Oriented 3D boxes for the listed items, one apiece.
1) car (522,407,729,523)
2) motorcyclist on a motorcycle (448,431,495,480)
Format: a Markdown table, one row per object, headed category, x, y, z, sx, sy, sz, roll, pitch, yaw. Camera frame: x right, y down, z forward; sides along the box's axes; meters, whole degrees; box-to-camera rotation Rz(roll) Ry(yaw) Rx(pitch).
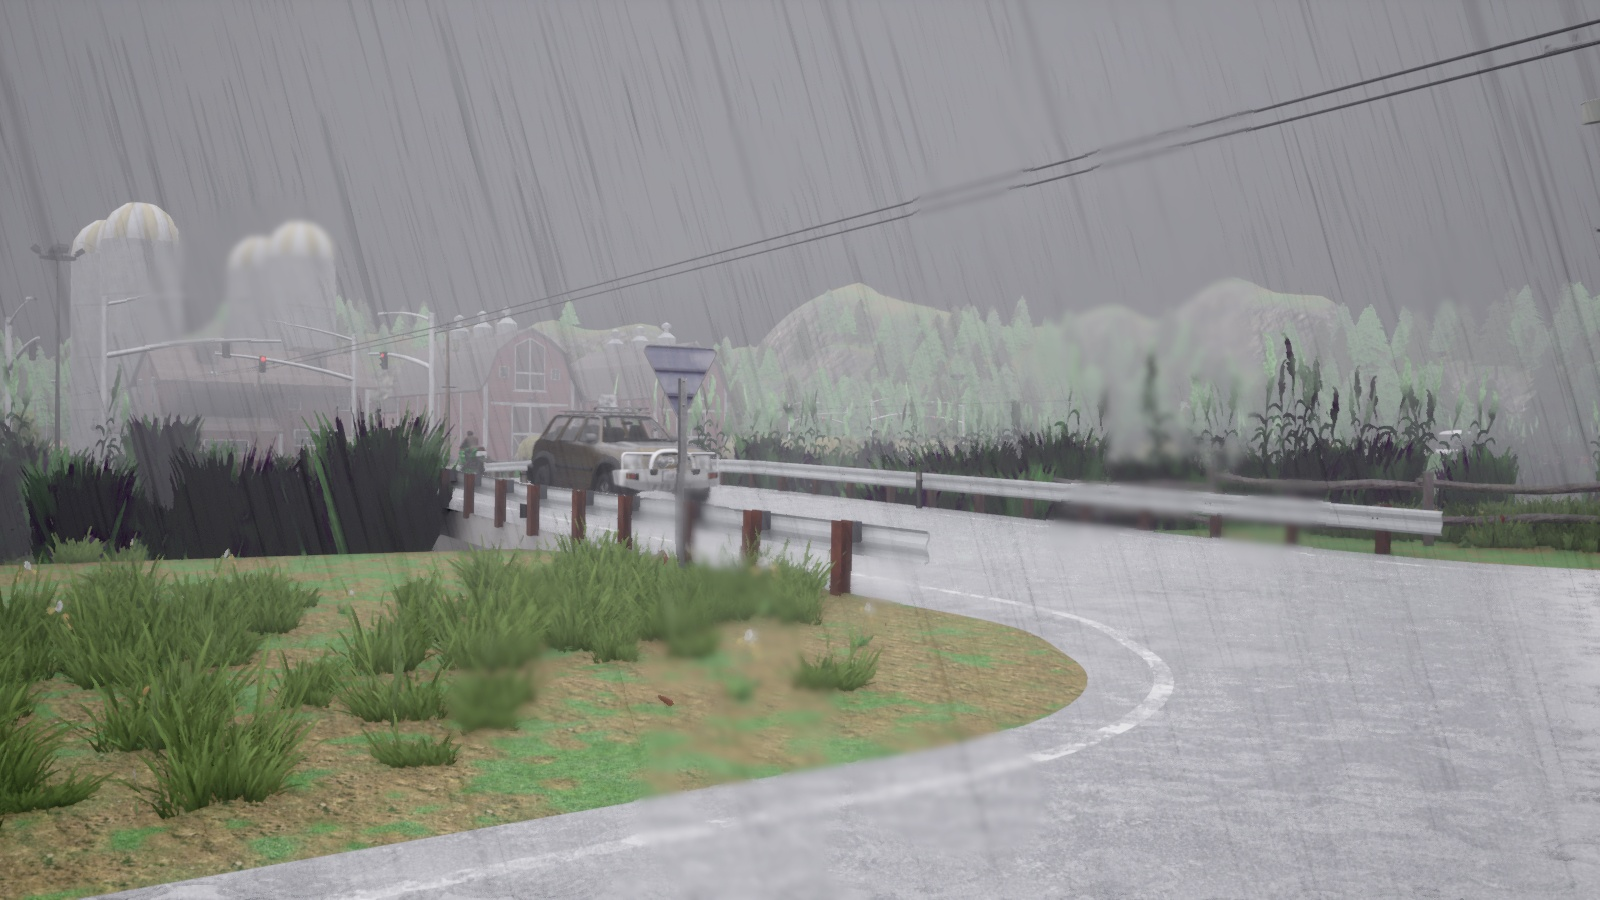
| category | x | y | z | sx | sy | sz | roll | pitch | yaw |
| --- | --- | --- | --- | --- | --- | --- | --- | --- | --- |
| car | -3.290 | 0.175 | 22.838 | 1.932 | 1.855 | 4.605 | 0 | 2 | -33 |
| motorcyclist on a motorcycle | -10.543 | 0.177 | 40.263 | 0.797 | 1.523 | 2.044 | 0 | -1 | -34 |
